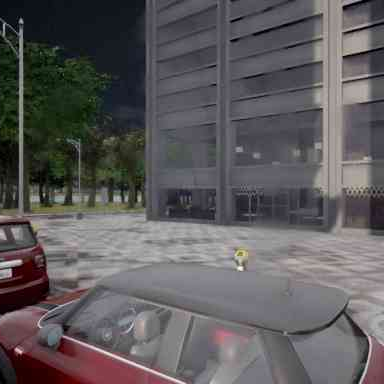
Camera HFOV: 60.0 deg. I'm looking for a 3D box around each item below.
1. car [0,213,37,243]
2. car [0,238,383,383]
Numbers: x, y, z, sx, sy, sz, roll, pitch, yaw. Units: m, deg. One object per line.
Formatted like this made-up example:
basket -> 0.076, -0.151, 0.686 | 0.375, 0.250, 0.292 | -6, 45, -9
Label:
car -> -4.780, 1.315, 6.367 | 5.009, 1.841, 2.192 | 0, 0, 35
car -> -0.351, 1.440, 3.212 | 4.097, 1.590, 1.967 | 0, 0, 35
